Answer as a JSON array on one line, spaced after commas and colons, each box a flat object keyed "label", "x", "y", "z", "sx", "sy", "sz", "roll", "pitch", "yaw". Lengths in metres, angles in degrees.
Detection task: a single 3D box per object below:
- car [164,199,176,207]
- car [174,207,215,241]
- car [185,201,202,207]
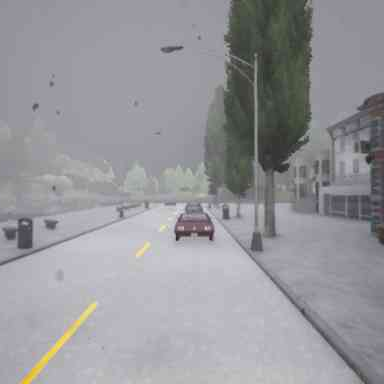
[{"label": "car", "x": -3.836, "y": 1.876, "z": 59.513, "sx": 2.033, "sy": 1.411, "sz": 5.357, "roll": 0, "pitch": 0, "yaw": 0}, {"label": "car", "x": 0.121, "y": 1.686, "z": 17.342, "sx": 1.895, "sy": 1.301, "sz": 4.718, "roll": 0, "pitch": 0, "yaw": 0}, {"label": "car", "x": 0.195, "y": 1.750, "z": 38.127, "sx": 1.994, "sy": 1.385, "sz": 4.181, "roll": 0, "pitch": 0, "yaw": 0}]
